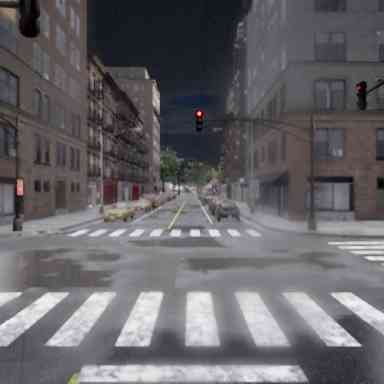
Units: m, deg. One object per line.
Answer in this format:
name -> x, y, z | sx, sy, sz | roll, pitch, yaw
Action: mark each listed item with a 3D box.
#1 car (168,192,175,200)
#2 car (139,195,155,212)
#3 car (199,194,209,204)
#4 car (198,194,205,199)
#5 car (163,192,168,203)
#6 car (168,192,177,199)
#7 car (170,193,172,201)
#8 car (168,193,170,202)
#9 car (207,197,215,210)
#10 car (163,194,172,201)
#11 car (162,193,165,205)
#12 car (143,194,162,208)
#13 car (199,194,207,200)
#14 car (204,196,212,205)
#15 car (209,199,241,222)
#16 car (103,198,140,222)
car -> -5.396, 1.018, 69.073 | 2.192, 1.841, 5.009 | 0, 0, 0
car -> -5.410, 1.369, 36.012 | 1.752, 1.417, 4.829 | 0, 0, 0
car -> 2.641, 1.324, 52.627 | 2.008, 1.369, 4.403 | 0, 0, 0
car -> 2.643, 1.195, 91.001 | 1.802, 1.307, 4.206 | 0, 0, 0
car -> -5.403, 1.213, 52.627 | 1.967, 1.590, 4.097 | 0, 0, 0
car -> -5.386, 0.927, 91.001 | 2.192, 1.841, 5.009 | 0, 0, 0
car -> -5.398, 1.292, 63.592 | 1.947, 1.339, 4.313 | 0, 0, 0
car -> -5.401, 1.300, 58.110 | 2.008, 1.369, 4.403 | 0, 0, 0
car -> 2.639, 1.411, 30.699 | 1.887, 1.381, 4.507 | 0, 0, 0
car -> -5.393, 1.206, 74.386 | 1.752, 1.417, 4.829 | 0, 0, 0
car -> -5.405, 1.236, 47.146 | 1.967, 1.590, 4.097 | 0, 0, 0
car -> -5.407, 1.134, 41.663 | 2.192, 1.841, 5.009 | 0, 0, 0
car -> 2.643, 1.202, 80.037 | 1.887, 1.381, 4.507 | 0, 0, 0
car -> 2.639, 1.393, 36.181 | 2.008, 1.369, 4.403 | 0, 0, 0
car -> 2.639, 1.440, 25.218 | 2.008, 1.369, 4.403 | 0, 0, 0
car -> -5.415, 1.415, 25.048 | 1.752, 1.417, 4.829 | 0, 0, 0
